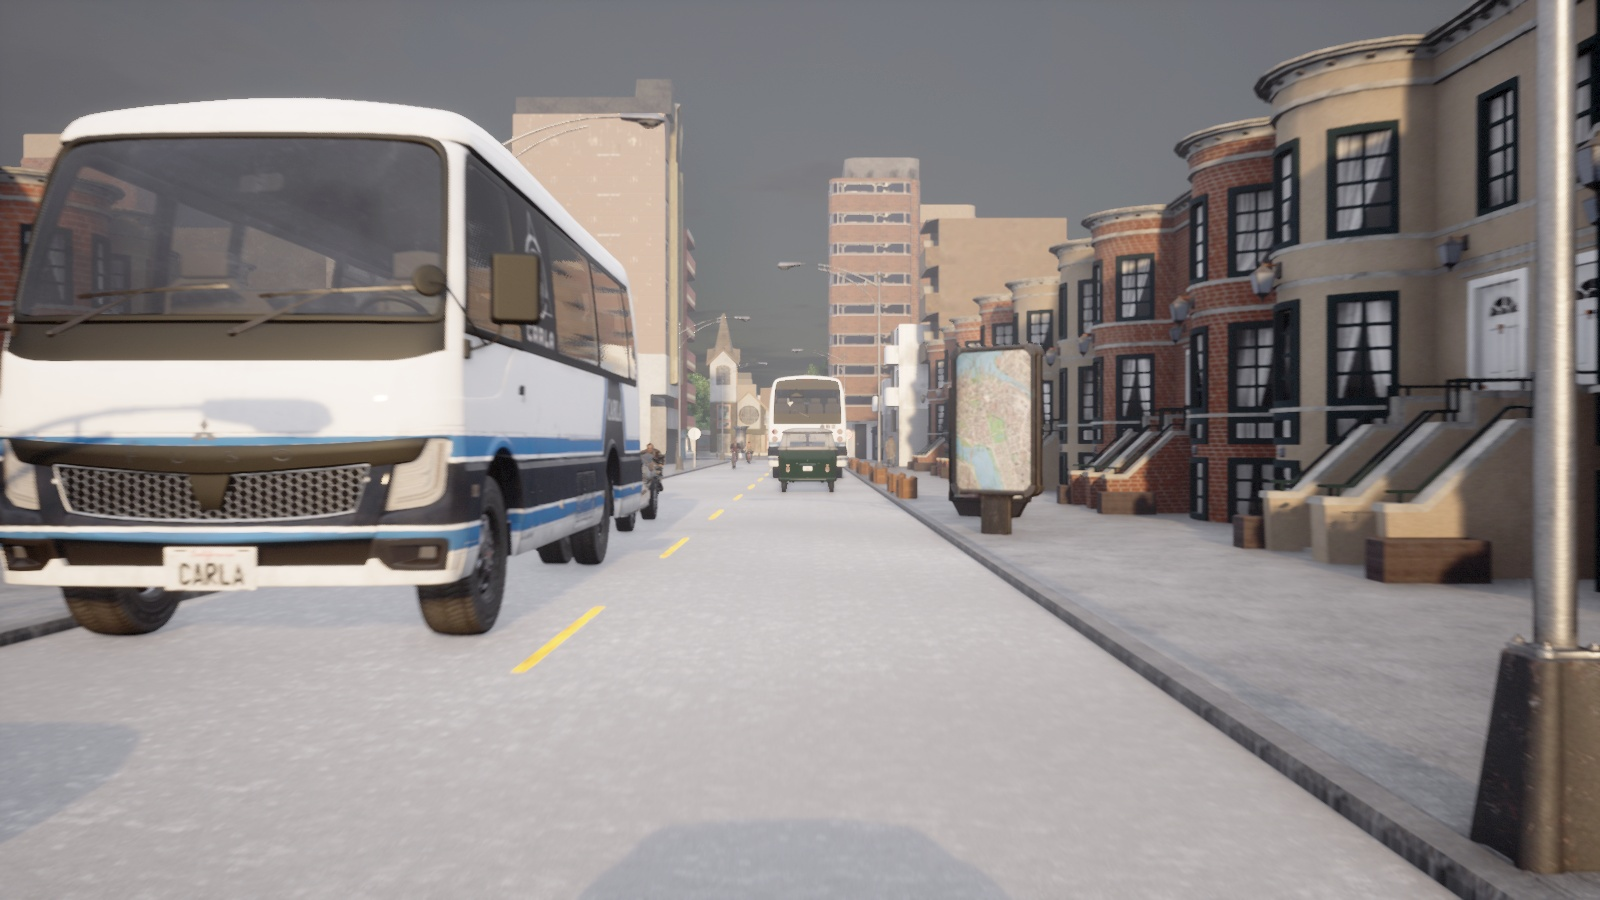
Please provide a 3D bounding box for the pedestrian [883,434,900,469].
[{"bbox_3d":[5.072,0.071,69.708,0.659,1.952,0.873,0,0,-18],"label":"pedestrian"}]

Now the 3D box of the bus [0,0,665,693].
[{"bbox_3d":[-3.912,-0.704,12.635,3.944,4.253,10.273,0,0,0],"label":"bus"}]

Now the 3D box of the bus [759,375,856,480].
[{"bbox_3d":[0.330,-0.945,56.417,3.944,4.253,10.273,0,0,0],"label":"bus"}]

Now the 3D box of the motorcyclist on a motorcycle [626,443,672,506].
[{"bbox_3d":[-3.805,0.601,31.791,0.866,1.530,2.191,0,0,0],"label":"motorcyclist on a motorcycle"}]

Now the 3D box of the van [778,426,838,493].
[{"bbox_3d":[0.239,0.279,39.416,1.775,1.987,4.442,0,0,0],"label":"van"}]

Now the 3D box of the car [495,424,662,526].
[{"bbox_3d":[-3.856,0.395,22.829,2.152,1.651,5.027,0,0,0],"label":"car"}]
